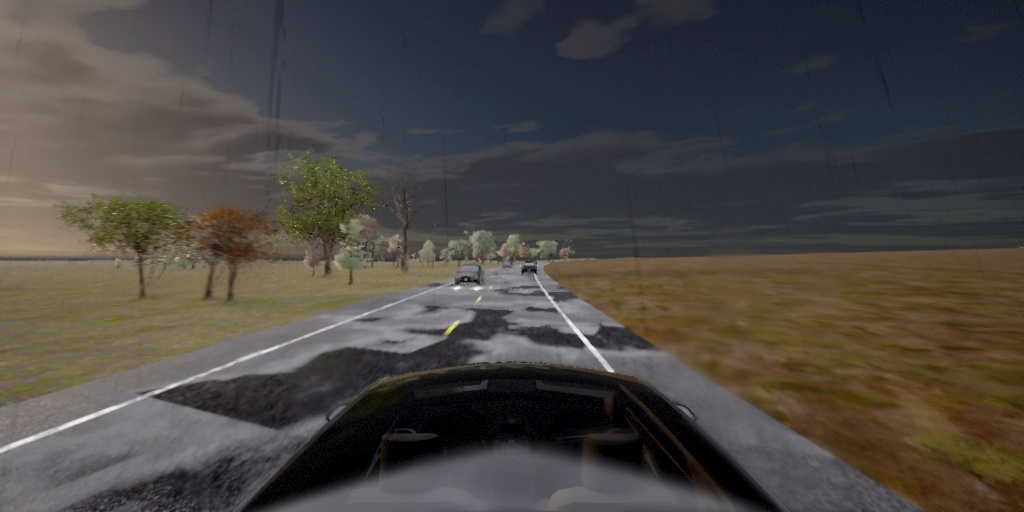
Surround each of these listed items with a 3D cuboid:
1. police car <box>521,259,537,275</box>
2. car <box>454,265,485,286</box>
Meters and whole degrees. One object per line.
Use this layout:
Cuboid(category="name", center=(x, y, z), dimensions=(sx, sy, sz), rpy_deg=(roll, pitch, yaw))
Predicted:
Cuboid(category="police car", center=(2.171, 1.475, 45.425), dimensions=(1.930, 1.638, 5.238), rpy_deg=(0, 0, 3))
Cuboid(category="car", center=(-3.184, 1.429, 27.730), dimensions=(1.837, 1.490, 4.892), rpy_deg=(0, -1, 2))
